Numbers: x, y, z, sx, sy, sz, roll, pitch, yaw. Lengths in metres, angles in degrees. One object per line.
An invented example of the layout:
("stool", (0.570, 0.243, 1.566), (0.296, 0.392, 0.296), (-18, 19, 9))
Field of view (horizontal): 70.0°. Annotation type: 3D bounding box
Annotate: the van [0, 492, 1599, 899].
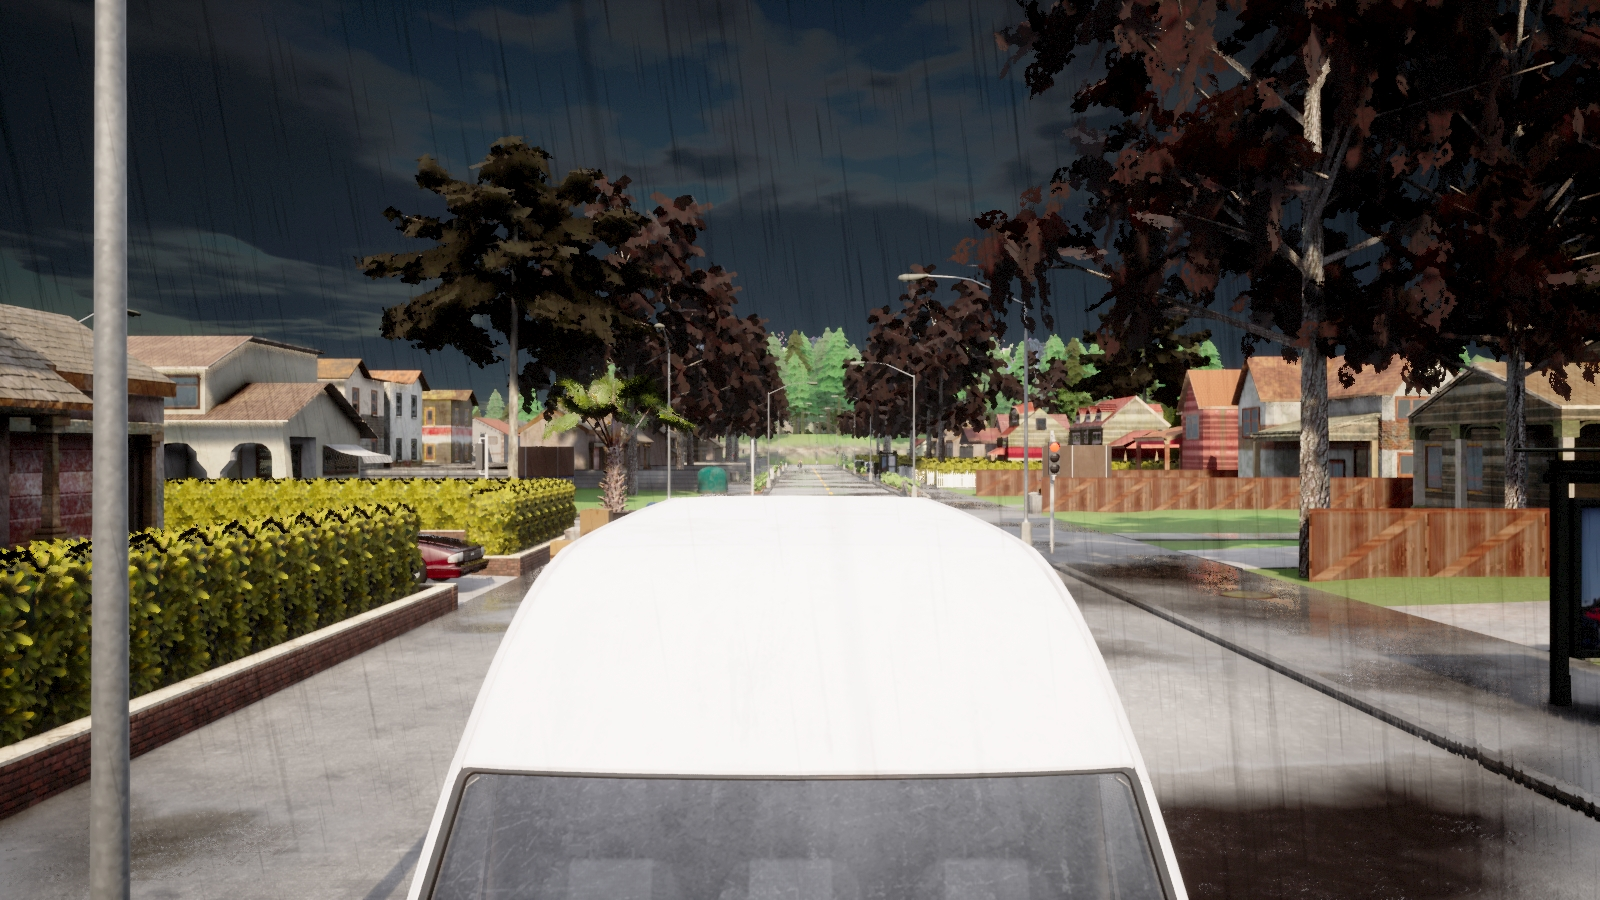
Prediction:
("van", (0.002, 1.537, 4.030), (1.988, 2.561, 5.915), (0, 0, 0))
